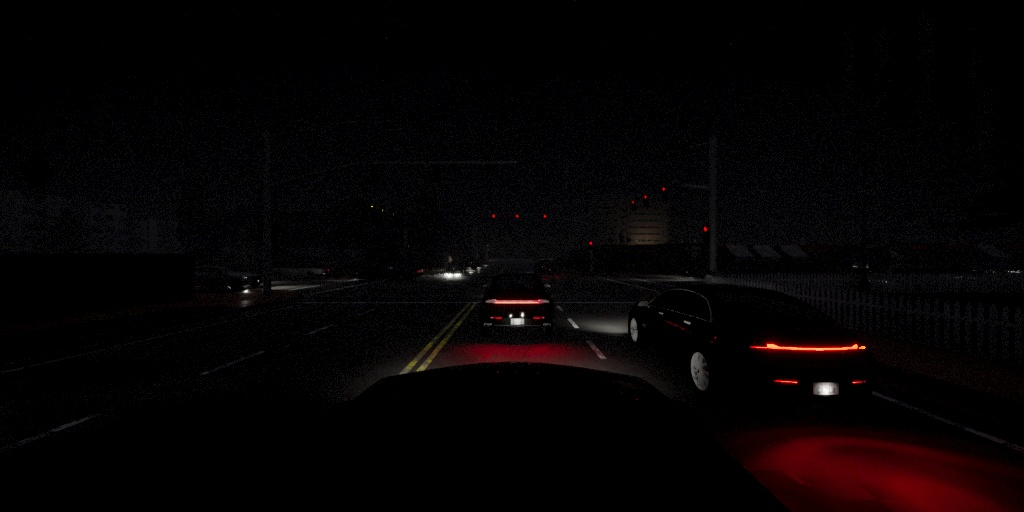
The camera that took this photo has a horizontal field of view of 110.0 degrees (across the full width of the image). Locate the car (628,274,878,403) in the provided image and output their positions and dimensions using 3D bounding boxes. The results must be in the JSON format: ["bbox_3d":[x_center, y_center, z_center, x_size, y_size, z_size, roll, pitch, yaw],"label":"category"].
[{"bbox_3d":[3.591,1.255,6.484,1.837,1.490,4.892,0,0,1],"label":"car"}]

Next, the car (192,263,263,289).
[{"bbox_3d":[-18.143,1.276,22.329,4.674,1.442,1.812,0,0,0],"label":"car"}]

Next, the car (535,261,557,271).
[{"bbox_3d":[3.792,1.276,40.892,1.812,1.442,4.674,-1,0,-8],"label":"car"}]

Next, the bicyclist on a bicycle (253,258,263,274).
[{"bbox_3d":[-26.143,1.051,36.925,0.582,1.620,1.656,0,0,-3],"label":"bicyclist on a bicycle"}]

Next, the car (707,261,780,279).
[{"bbox_3d":[19.641,1.241,30.076,4.902,1.511,2.128,0,0,-1],"label":"car"}]

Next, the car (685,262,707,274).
[{"bbox_3d":[18.793,1.254,33.561,4.892,1.490,1.837,0,0,-1],"label":"car"}]

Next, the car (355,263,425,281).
[{"bbox_3d":[-10.055,1.297,29.806,5.357,1.411,2.033,0,0,-2],"label":"car"}]

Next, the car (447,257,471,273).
[{"bbox_3d":[-6.802,1.241,44.462,2.128,1.511,4.902,0,0,1],"label":"car"}]

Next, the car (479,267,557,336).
[{"bbox_3d":[0.138,1.242,10.391,2.128,1.511,4.902,0,0,0],"label":"car"}]

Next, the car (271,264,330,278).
[{"bbox_3d":[-19.520,1.351,32.929,4.718,1.301,1.895,0,0,-2],"label":"car"}]

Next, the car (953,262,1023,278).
[{"bbox_3d":[45.425,1.297,34.001,5.357,1.411,2.033,0,0,-1],"label":"car"}]

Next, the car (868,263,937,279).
[{"bbox_3d":[32.970,1.276,30.306,4.674,1.442,1.812,0,0,-1],"label":"car"}]

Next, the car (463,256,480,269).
[{"bbox_3d":[-6.724,0.971,55.131,2.150,2.045,5.566,0,0,1],"label":"car"}]
